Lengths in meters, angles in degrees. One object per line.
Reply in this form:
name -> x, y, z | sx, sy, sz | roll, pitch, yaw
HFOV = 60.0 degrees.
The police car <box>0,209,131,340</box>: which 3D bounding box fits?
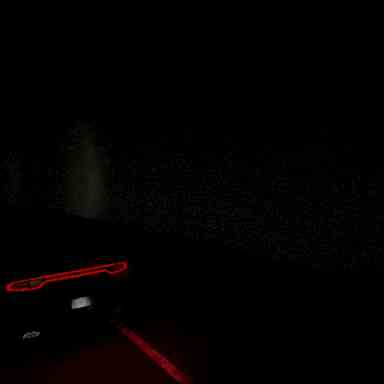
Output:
police car -> -3.040, 1.176, 6.384 | 1.930, 1.638, 5.238 | -3, 3, -38
